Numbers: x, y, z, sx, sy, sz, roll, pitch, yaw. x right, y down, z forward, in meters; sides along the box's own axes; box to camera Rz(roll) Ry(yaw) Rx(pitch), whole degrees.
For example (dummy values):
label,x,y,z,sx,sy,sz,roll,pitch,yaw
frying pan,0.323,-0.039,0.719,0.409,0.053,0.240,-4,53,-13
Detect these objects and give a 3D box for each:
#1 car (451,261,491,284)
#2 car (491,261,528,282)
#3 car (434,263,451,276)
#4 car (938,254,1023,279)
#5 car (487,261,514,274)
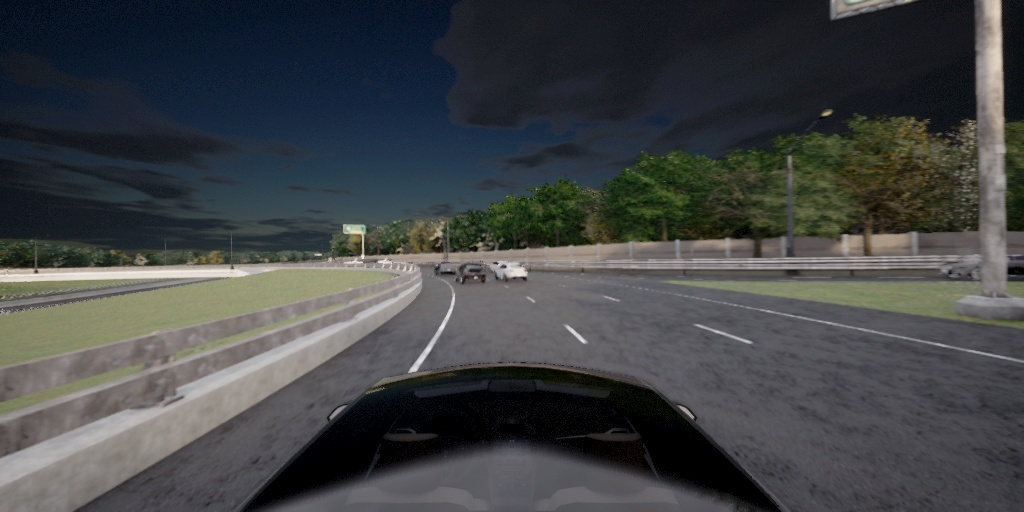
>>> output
label,x,y,z,sx,sy,sz,roll,pitch,yaw
car,-3.337,1.338,28.397,1.837,1.490,4.892,-1,0,-17
car,-0.104,1.287,29.795,1.812,1.442,4.674,-1,0,-17
car,-7.705,1.495,41.254,1.994,1.385,4.181,-1,0,-22
car,29.333,0.613,21.788,4.902,1.511,2.128,-1,0,13
car,-1.453,1.322,44.433,1.812,1.442,4.674,-1,0,-22
